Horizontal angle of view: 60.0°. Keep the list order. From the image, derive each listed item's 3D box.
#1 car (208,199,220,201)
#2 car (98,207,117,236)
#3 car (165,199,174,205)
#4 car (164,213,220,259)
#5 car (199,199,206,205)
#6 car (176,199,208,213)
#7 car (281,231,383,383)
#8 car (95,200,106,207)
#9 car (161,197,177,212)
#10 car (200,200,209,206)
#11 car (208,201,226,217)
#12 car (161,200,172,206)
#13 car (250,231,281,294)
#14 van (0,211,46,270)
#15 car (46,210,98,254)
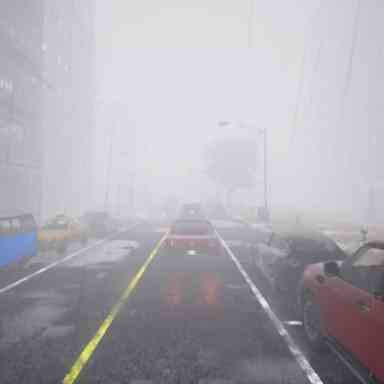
[{"bbox_3d":[2.699,1.784,41.979,2.192,1.841,5.009,0,-1,0],"label":"car"},{"bbox_3d":[-5.685,1.783,19.887,1.947,1.339,4.313,0,-1,0],"label":"car"},{"bbox_3d":[-5.676,2.540,85.428,2.008,1.369,4.403,0,-1,0],"label":"car"},{"bbox_3d":[0.021,1.745,13.243,1.895,1.301,4.718,0,-1,0],"label":"car"},{"bbox_3d":[2.704,2.517,85.597,1.752,1.417,4.829,0,-1,0],"label":"car"},{"bbox_3d":[0.028,1.665,28.421,2.097,1.767,4.553,0,-1,1],"label":"car"},{"bbox_3d":[2.694,1.352,3.321,2.192,1.841,5.009,0,-1,0],"label":"car"},{"bbox_3d":[-16.417,1.960,54.962,4.403,1.369,2.008,1,-2,-1],"label":"car"},{"bbox_3d":[-3.000,1.748,46.522,2.150,2.045,5.566,0,-1,0],"label":"car"},{"bbox_3d":[2.702,2.397,74.362,1.887,1.381,4.507,0,-1,0],"label":"car"},{"bbox_3d":[2.698,1.971,36.453,1.947,1.339,4.313,0,-1,0],"label":"car"},{"bbox_3d":[-5.678,2.403,74.363,2.008,1.369,4.403,0,-1,0],"label":"car"},{"bbox_3d":[2.695,1.662,8.840,1.947,1.339,4.313,0,-1,0],"label":"car"},{"bbox_3d":[-5.686,1.437,8.844,1.690,1.788,3.998,0,-1,0],"label":"van"},{"bbox_3d":[-5.686,1.680,14.195,1.752,1.417,4.829,0,-1,0],"label":"car"}]
